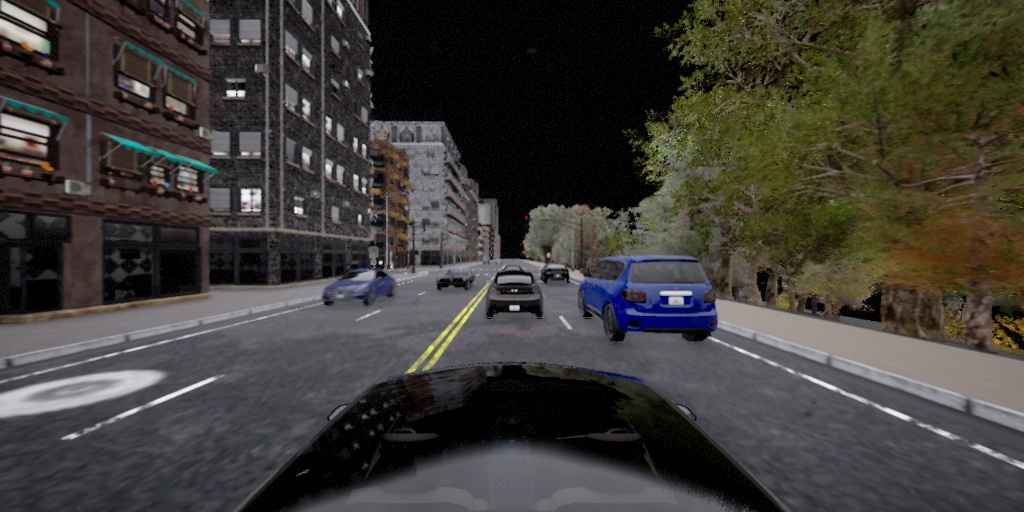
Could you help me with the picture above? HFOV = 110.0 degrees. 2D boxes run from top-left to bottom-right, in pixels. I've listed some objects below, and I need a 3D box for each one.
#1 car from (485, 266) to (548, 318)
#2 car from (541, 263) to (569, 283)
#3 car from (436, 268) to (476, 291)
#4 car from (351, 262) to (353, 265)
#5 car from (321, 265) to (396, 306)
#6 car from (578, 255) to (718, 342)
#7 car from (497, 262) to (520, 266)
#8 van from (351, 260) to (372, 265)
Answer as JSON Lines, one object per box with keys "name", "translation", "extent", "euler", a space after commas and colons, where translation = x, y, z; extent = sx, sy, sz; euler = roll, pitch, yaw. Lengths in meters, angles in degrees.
{"name": "car", "translation": [0.079, 1.281, 13.073], "extent": [1.837, 1.490, 4.892], "euler": [0, 0, 0]}
{"name": "car", "translation": [3.312, 1.290, 28.294], "extent": [1.882, 1.535, 5.008], "euler": [0, -1, 0]}
{"name": "car", "translation": [-3.365, 1.397, 22.126], "extent": [1.895, 1.301, 4.718], "euler": [0, 0, 0]}
{"name": "car", "translation": [-22.675, 1.730, 44.722], "extent": [4.207, 1.307, 1.802], "euler": [0, 0, -1]}
{"name": "car", "translation": [-6.613, 1.308, 16.090], "extent": [1.812, 1.442, 4.674], "euler": [0, 0, 0]}
{"name": "car", "translation": [3.327, 0.991, 9.932], "extent": [2.150, 2.045, 5.566], "euler": [0, 0, 0]}
{"name": "car", "translation": [0.064, 1.374, 27.605], "extent": [1.994, 1.385, 4.181], "euler": [0, 0, 0]}
{"name": "van", "translation": [-22.770, 1.480, 53.069], "extent": [3.998, 1.789, 1.690], "euler": [0, 0, -1]}
